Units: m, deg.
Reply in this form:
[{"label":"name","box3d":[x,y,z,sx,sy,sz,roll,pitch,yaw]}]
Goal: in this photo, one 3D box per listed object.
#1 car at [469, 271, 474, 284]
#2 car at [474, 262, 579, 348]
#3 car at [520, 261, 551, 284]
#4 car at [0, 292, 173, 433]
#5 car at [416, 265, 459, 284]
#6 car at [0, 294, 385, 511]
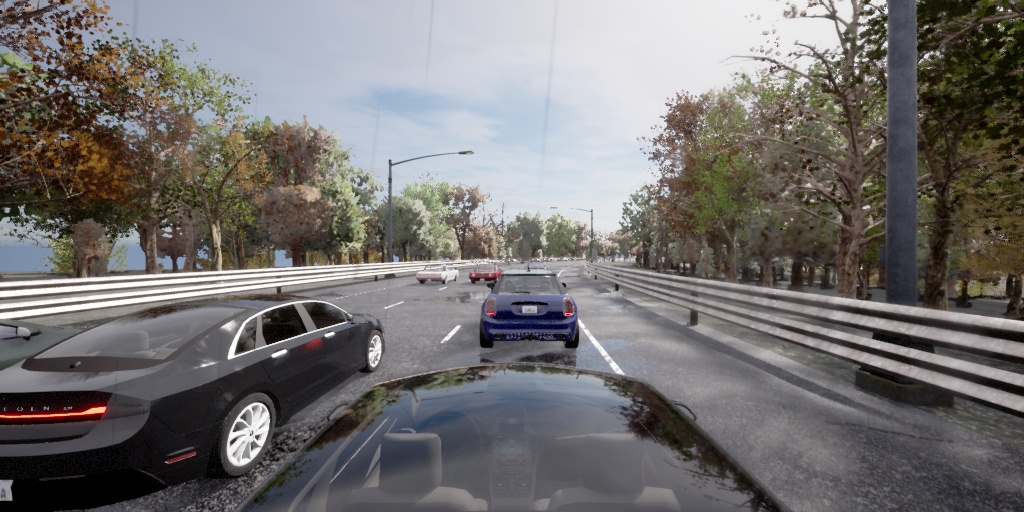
[{"label":"car","box3d":[-1.769,1.328,26.660,1.895,1.301,4.718,0,0,7]},{"label":"car","box3d":[0.392,1.098,9.362,2.097,1.767,4.553,0,0,1]},{"label":"car","box3d":[1.935,1.228,28.136,2.128,1.511,4.902,0,0,7]},{"label":"car","box3d":[-6.803,1.311,4.020,1.994,1.385,4.181,0,0,1]},{"label":"car","box3d":[-5.333,1.319,26.315,1.895,1.301,4.718,0,0,6]},{"label":"car","box3d":[-3.286,1.252,4.722,1.837,1.490,4.892,0,0,1]}]
